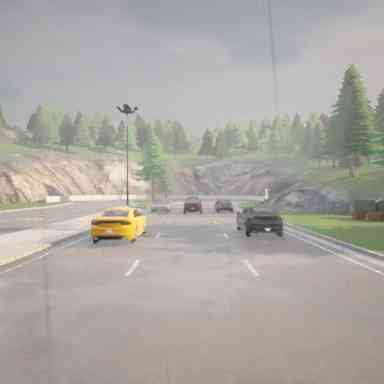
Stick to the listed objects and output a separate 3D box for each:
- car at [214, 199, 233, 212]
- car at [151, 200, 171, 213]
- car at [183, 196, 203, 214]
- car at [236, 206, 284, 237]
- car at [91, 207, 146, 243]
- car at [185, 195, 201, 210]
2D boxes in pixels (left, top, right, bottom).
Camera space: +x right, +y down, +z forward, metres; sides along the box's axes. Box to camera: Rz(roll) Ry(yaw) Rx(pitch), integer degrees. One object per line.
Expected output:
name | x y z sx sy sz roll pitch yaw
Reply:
car | 3.597 1.547 38.141 2.033 1.411 5.357 0 0 0
car | -3.403 1.601 37.346 1.895 1.301 4.718 0 0 0
car | 0.088 1.478 35.341 1.882 1.535 5.008 0 0 0
car | 3.598 1.505 18.179 1.837 1.490 4.892 0 0 0
car | -3.401 1.477 16.177 1.882 1.535 5.008 0 0 0
car | 0.188 1.352 44.569 2.097 1.767 4.553 0 0 1
